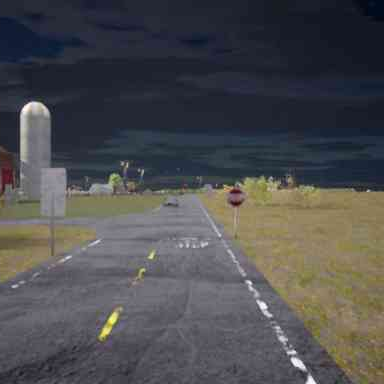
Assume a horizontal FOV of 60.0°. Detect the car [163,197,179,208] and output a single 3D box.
[{"bbox_3d":[-2.748,1.364,44.158,1.994,1.385,4.181,0,1,0],"label":"car"}]
